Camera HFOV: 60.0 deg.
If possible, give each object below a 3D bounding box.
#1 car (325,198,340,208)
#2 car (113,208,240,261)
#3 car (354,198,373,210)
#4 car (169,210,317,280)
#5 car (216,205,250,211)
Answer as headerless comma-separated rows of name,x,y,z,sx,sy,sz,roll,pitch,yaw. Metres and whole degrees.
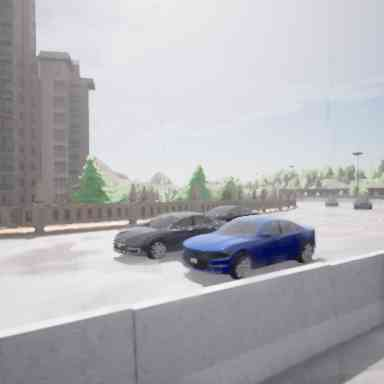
car,23.621,1.826,56.055,1.837,1.490,4.892,0,0,17
car,-0.593,1.553,12.700,4.892,1.490,1.837,0,0,-41
car,23.862,1.580,46.443,2.097,1.767,4.553,-1,-1,23
car,1.931,1.510,10.272,5.008,1.535,1.882,0,0,-41
car,2.071,1.556,19.892,1.882,1.535,5.008,0,0,44
